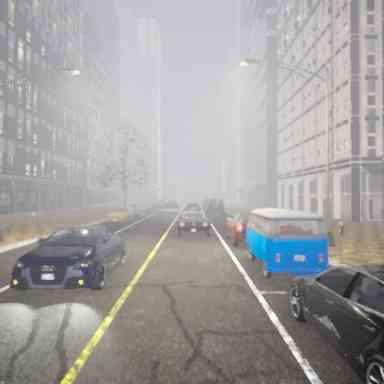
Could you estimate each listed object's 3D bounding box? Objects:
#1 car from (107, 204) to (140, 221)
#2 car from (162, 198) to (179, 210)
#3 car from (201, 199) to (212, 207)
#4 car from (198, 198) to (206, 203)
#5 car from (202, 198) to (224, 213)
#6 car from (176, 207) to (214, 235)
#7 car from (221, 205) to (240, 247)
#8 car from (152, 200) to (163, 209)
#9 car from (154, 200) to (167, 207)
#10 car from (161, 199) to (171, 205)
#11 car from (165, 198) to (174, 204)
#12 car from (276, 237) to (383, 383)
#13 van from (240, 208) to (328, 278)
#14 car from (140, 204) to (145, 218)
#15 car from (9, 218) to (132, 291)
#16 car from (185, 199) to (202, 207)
[{"bbox_3d":[-5.702,1.767,27.073,1.752,1.417,4.829,0,0,0],"label":"car"},{"bbox_3d":[-3.100,2.015,52.055,1.994,1.385,4.181,0,0,0],"label":"car"},{"bbox_3d":[2.661,2.054,61.558,1.752,1.417,4.829,0,0,0],"label":"car"},{"bbox_3d":[2.646,2.313,89.849,1.947,1.339,4.313,0,0,0],"label":"car"},{"bbox_3d":[2.674,1.655,38.623,2.192,1.841,5.009,0,0,0],"label":"car"},{"bbox_3d":[0.090,1.782,20.009,1.895,1.301,4.718,0,0,0],"label":"car"},{"bbox_3d":[2.685,1.585,15.854,1.967,1.590,4.097,0,-1,0],"label":"car"},{"bbox_3d":[-5.717,2.032,55.704,2.008,1.369,4.403,0,0,0],"label":"car"},{"bbox_3d":[-5.720,2.092,61.397,1.947,1.339,4.313,0,0,0],"label":"car"},{"bbox_3d":[-5.725,2.198,72.779,1.802,1.307,4.206,0,0,0],"label":"car"},{"bbox_3d":[-5.732,2.254,84.165,2.008,1.369,4.403,0,0,0],"label":"car"},{"bbox_3d":[2.690,1.608,4.468,1.947,1.339,4.313,0,-1,0],"label":"car"},{"bbox_3d":[2.688,1.435,10.164,1.690,1.788,3.998,0,-1,0],"label":"van"},{"bbox_3d":[-5.705,1.842,32.936,2.008,1.369,4.403,0,0,0],"label":"car"},{"bbox_3d":[-3.106,1.649,9.154,1.994,1.385,4.181,0,-1,0],"label":"car"},{"bbox_3d":[0.082,1.929,41.735,1.994,1.385,4.181,0,-1,0],"label":"car"}]
